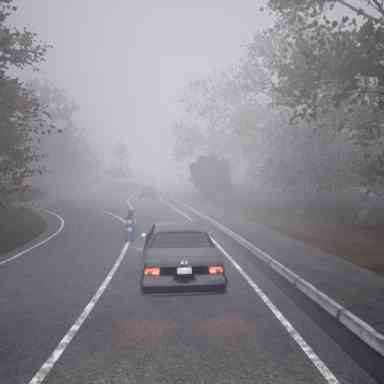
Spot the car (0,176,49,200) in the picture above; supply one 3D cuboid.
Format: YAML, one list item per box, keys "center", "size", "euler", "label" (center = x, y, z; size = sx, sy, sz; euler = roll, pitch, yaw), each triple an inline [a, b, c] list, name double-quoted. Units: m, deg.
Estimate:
- center: [-18.286, -0.328, 35.301]
  size: [5.566, 2.045, 2.150]
  euler: [-1, 5, -6]
  label: "car"

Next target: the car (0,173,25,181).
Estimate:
- center: [-37.923, -3.073, 69.336]
  size: [1.882, 1.535, 5.008]
  euler: [4, 5, 38]
  label: "car"

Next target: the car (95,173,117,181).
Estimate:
- center: [-19.222, -3.387, 74.458]
  size: [4.553, 1.767, 2.097]
  euler: [0, 5, 1]
  label: "car"

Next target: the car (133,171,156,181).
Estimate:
- center: [-10.751, -3.627, 75.205]
  size: [5.566, 2.045, 2.150]
  euler: [2, 5, 28]
  label: "car"

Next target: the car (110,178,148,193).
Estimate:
- center: [-8.451, -0.658, 43.555]
  size: [4.181, 1.385, 1.994]
  euler: [-4, 7, -44]
  label: "car"

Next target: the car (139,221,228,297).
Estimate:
- center: [-0.372, 1.470, 8.714]
  size: [2.033, 1.411, 5.357]
  euler: [0, 1, -5]
  label: "car"

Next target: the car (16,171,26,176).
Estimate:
- center: [-34.951, -3.433, 67.827]
  size: [2.150, 2.045, 5.566]
  euler: [4, 6, 39]
  label: "car"

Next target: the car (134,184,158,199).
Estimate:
- center: [-4.725, -0.057, 36.140]
  size: [2.033, 1.411, 5.357]
  euler: [0, 5, -4]
  label: "car"
